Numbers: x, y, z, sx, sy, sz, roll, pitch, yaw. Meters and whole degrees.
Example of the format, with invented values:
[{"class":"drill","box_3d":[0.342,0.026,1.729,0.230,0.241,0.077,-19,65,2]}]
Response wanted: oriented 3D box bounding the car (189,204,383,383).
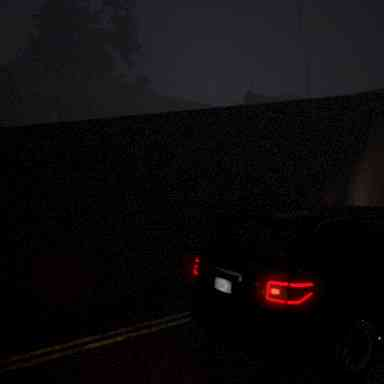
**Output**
[{"class":"car","box_3d":[2.563,1.217,5.590,5.566,2.045,2.150,0,0,-35]}]
